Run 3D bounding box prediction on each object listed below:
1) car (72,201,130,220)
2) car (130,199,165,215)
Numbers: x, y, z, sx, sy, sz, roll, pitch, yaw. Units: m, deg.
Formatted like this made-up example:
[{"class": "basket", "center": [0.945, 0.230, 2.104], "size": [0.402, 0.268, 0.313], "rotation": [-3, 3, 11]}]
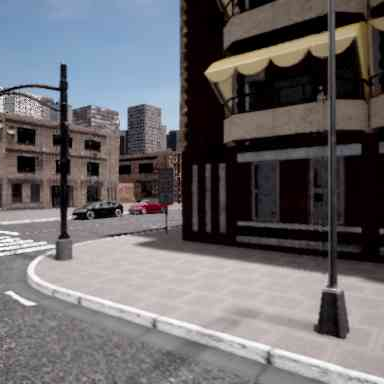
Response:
[{"class": "car", "center": [-7.366, 1.398, 26.303], "size": [1.947, 1.339, 4.313], "rotation": [1, 1, 35]}, {"class": "car", "center": [-4.062, 1.349, 30.943], "size": [1.802, 1.307, 4.206], "rotation": [1, 1, 35]}]
